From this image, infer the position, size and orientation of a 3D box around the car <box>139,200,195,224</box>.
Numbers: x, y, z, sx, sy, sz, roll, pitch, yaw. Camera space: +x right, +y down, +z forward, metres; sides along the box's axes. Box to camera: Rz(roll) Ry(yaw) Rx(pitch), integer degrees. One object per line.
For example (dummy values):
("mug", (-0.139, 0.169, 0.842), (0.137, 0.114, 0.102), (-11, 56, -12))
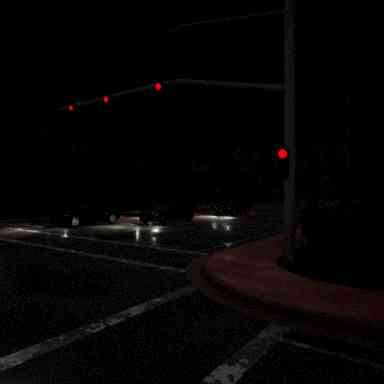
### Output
("car", (-1.769, 1.478, 24.883), (1.882, 1.535, 5.008), (0, 0, 36))

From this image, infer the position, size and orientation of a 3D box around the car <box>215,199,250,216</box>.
("car", (4.086, 1.505, 33.025), (1.837, 1.490, 4.892), (0, 0, 36))

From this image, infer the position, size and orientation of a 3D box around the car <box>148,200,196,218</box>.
("car", (-1.757, 1.505, 30.907), (1.837, 1.490, 4.892), (0, 0, 36))

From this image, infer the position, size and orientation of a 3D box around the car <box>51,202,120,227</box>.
("car", (-7.284, 1.478, 23.189), (1.882, 1.535, 5.008), (0, 0, 36))
